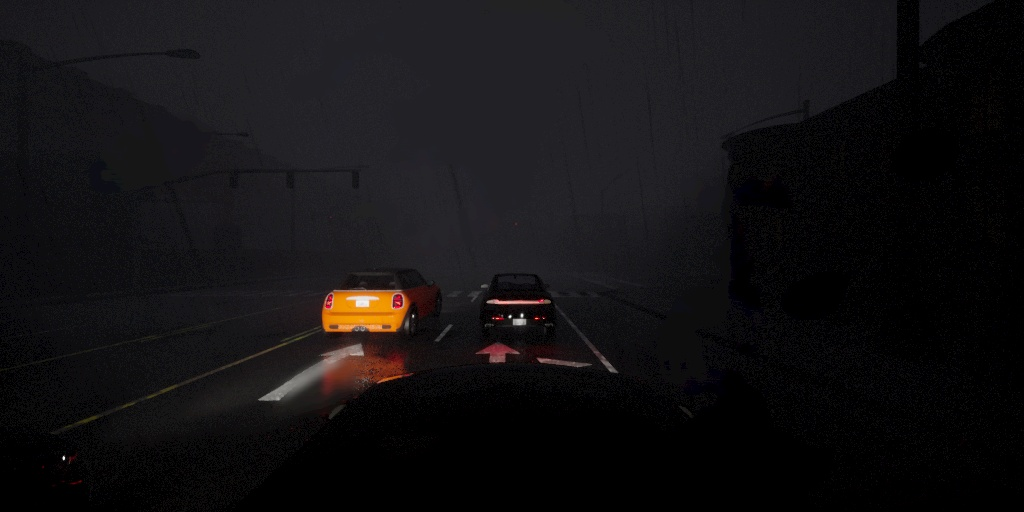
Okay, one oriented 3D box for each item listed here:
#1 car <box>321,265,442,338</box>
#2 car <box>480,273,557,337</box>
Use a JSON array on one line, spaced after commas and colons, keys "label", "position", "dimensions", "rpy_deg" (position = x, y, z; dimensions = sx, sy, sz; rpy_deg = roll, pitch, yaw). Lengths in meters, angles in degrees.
[{"label": "car", "position": [-3.405, 1.102, 10.286], "dimensions": [2.097, 1.767, 4.553], "rpy_deg": [0, 0, 0]}, {"label": "car", "position": [0.104, 1.242, 10.332], "dimensions": [2.128, 1.511, 4.902], "rpy_deg": [0, 0, -1]}]
